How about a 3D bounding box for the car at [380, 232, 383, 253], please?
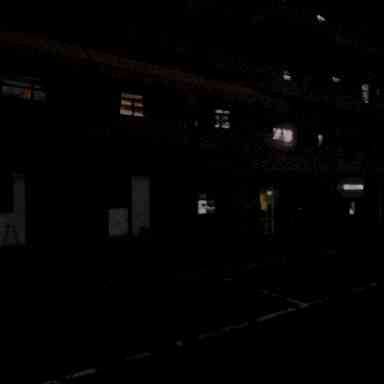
[{"bbox_3d":[9.143,1.677,13.101,4.507,1.381,1.887,1,-1,-35],"label":"car"}]
